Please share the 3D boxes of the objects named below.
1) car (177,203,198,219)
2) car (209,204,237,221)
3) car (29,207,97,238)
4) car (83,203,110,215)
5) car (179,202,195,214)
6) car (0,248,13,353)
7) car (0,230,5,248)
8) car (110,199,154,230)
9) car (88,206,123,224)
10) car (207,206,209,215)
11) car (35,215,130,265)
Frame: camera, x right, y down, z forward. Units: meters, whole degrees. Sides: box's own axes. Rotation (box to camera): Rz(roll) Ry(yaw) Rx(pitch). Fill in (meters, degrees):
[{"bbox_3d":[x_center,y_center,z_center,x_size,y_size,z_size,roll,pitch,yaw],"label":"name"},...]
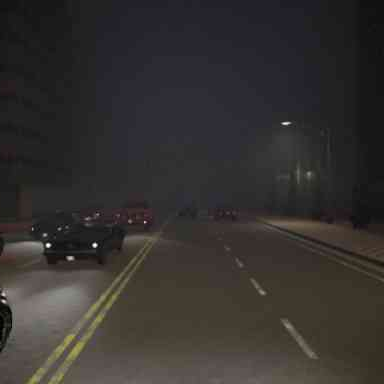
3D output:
[{"bbox_3d":[-0.470,1.927,33.999,2.128,1.511,4.902,0,-1,-1],"label":"car"},{"bbox_3d":[3.056,1.946,31.356,2.033,1.411,5.357,0,-1,-1],"label":"car"},{"bbox_3d":[-7.394,1.803,19.289,2.033,1.411,5.357,0,-1,-1],"label":"car"},{"bbox_3d":[-7.386,1.676,24.738,2.097,1.767,4.553,0,-1,-1],"label":"car"},{"bbox_3d":[-0.670,2.110,43.921,2.033,1.411,5.357,0,-1,0],"label":"car"},{"bbox_3d":[-3.631,1.611,3.237,1.994,1.385,4.181,0,-1,-1],"label":"car"},{"bbox_3d":[-7.231,1.604,9.182,1.882,1.535,5.008,0,-1,-1],"label":"car"},{"bbox_3d":[-3.953,1.529,23.694,2.150,2.045,5.566,0,-1,-1],"label":"car"},{"bbox_3d":[-7.521,1.948,29.395,1.994,1.385,4.181,0,-1,-1],"label":"car"},{"bbox_3d":[2.849,2.130,41.516,1.895,1.301,4.718,0,-1,-1],"label":"car"},{"bbox_3d":[-3.784,1.766,12.488,1.895,1.301,4.718,0,-1,-1],"label":"car"}]
